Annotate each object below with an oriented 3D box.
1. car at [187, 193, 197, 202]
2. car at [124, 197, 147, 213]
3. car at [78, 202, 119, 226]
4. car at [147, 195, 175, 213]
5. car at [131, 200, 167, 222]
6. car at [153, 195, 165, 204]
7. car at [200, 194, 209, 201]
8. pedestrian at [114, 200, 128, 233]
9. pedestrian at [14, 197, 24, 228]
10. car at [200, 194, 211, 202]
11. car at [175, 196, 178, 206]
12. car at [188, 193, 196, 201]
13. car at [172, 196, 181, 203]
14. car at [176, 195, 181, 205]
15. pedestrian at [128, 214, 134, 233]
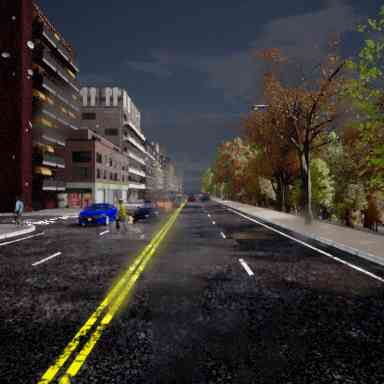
[{"bbox_3d":[-0.012,1.491,74.137,1.882,1.535,5.008,0,0,0],"label":"car"},{"bbox_3d":[-6.604,1.619,37.875,1.895,1.301,4.718,0,1,-1],"label":"car"},{"bbox_3d":[-6.616,1.534,24.042,1.882,1.535,5.008,0,0,0],"label":"car"},{"bbox_3d":[-3.363,1.378,36.900,2.097,1.767,4.553,0,0,0],"label":"car"},{"bbox_3d":[-3.367,1.609,26.789,1.994,1.385,4.181,0,0,0],"label":"car"},{"bbox_3d":[-6.530,1.495,66.487,1.882,1.535,5.008,0,0,0],"label":"car"},{"bbox_3d":[3.236,1.294,84.524,2.097,1.767,4.553,0,0,0],"label":"car"},{"bbox_3d":[-3.800,1.295,17.807,0.375,1.860,0.375,0,0,0],"label":"pedestrian"},{"bbox_3d":[-9.889,1.144,19.008,0.375,1.860,0.375,0,0,0],"label":"pedestrian"},{"bbox_3d":[3.237,1.514,74.138,1.837,1.490,4.892,0,0,0],"label":"car"},{"bbox_3d":[-3.355,1.571,45.714,1.994,1.385,4.181,0,0,0],"label":"car"},{"bbox_3d":[-0.015,1.164,84.583,2.150,2.045,5.566,0,0,0],"label":"car"},{"bbox_3d":[-3.263,1.519,70.851,1.837,1.490,4.892,0,0,0],"label":"car"},{"bbox_3d":[-3.343,1.364,56.670,2.097,1.767,4.553,0,0,0],"label":"car"},{"bbox_3d":[-3.342,1.675,18.408,0.500,1.100,0.500,0,0,0],"label":"pedestrian"}]
